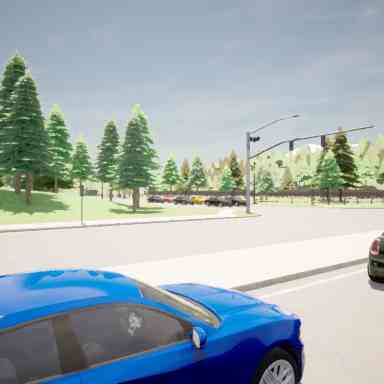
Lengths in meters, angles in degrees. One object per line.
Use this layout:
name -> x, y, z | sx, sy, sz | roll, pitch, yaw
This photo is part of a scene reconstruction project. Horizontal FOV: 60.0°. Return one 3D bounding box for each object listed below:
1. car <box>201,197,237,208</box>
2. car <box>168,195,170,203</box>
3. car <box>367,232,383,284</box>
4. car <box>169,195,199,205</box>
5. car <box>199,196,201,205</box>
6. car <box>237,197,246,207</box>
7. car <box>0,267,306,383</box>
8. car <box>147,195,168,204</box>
car -> 3.962, 1.478, 49.893 | 1.882, 1.535, 5.008 | 0, 0, -35
car -> -4.636, 1.352, 68.443 | 2.097, 1.767, 4.553 | 0, 0, -35
car -> 6.463, 1.352, 8.386 | 4.553, 1.767, 2.097 | 0, 0, -35
car -> -1.416, 1.505, 57.599 | 1.837, 1.490, 4.892 | 0, 0, -35
car -> 1.107, 1.478, 60.113 | 1.882, 1.535, 5.008 | 0, 0, -35
car -> 6.581, 1.478, 52.258 | 1.882, 1.535, 5.008 | 0, 0, -35
car -> -1.032, 1.478, 3.012 | 5.008, 1.535, 1.882 | 0, 0, -35
car -> -7.242, 1.505, 66.020 | 1.837, 1.490, 4.892 | 0, 0, -35
